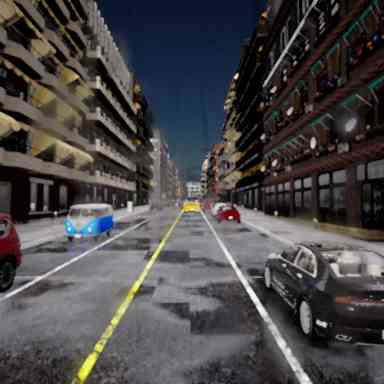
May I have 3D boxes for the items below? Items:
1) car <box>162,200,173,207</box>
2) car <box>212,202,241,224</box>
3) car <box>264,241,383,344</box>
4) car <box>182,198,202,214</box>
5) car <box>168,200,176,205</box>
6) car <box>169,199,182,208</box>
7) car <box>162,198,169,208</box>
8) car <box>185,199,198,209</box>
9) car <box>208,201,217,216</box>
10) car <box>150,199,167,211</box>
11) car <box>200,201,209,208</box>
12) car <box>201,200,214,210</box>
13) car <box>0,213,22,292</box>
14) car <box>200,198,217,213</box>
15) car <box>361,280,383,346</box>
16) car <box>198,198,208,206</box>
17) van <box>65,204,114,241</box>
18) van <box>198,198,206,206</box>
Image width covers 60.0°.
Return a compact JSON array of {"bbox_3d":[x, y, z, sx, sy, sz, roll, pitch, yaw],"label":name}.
[{"bbox_3d":[-5.354,2.490,72.866,1.887,1.381,4.507,1,-1,0],"label":"car"},{"bbox_3d":[3.002,1.857,28.079,1.812,1.442,4.674,0,-1,0],"label":"car"},{"bbox_3d":[2.579,1.625,6.450,2.008,1.369,4.403,1,-1,0],"label":"car"},{"bbox_3d":[-0.023,1.982,43.505,1.882,1.535,5.008,0,-1,0],"label":"car"},{"bbox_3d":[-5.369,2.787,89.457,1.802,1.307,4.206,1,-1,0],"label":"car"},{"bbox_3d":[-2.825,2.320,64.635,2.128,1.511,4.902,0,-1,1],"label":"car"},{"bbox_3d":[-5.344,2.178,67.338,2.192,1.841,5.009,1,-1,0],"label":"car"},{"bbox_3d":[-0.036,2.054,57.716,2.097,1.767,4.553,0,-1,0],"label":"car"},{"bbox_3d":[2.997,1.947,35.080,1.812,1.442,4.674,0,-1,0],"label":"car"},{"bbox_3d":[-5.337,2.193,50.747,1.947,1.339,4.313,1,-1,0],"label":"car"},{"bbox_3d":[2.496,2.445,67.286,1.802,1.307,4.206,1,-1,0],"label":"car"},{"bbox_3d":[2.508,2.145,56.226,1.967,1.590,4.097,1,-1,0],"label":"car"},{"bbox_3d":[-5.294,1.389,6.510,2.192,1.841,5.009,2,-1,0],"label":"car"},{"bbox_3d":[2.520,1.868,45.166,2.192,1.841,5.009,1,-1,0],"label":"car"},{"bbox_3d":[2.584,1.557,0.919,1.887,1.381,4.507,1,-1,0],"label":"car"},{"bbox_3d":[2.493,2.345,78.351,2.192,1.841,5.009,1,-1,0],"label":"car"},{"bbox_3d":[-5.304,1.543,17.567,1.690,1.788,3.998,2,-1,0],"label":"van"},{"bbox_3d":[2.487,2.458,83.882,1.690,1.788,3.998,1,-1,0],"label":"van"}]
